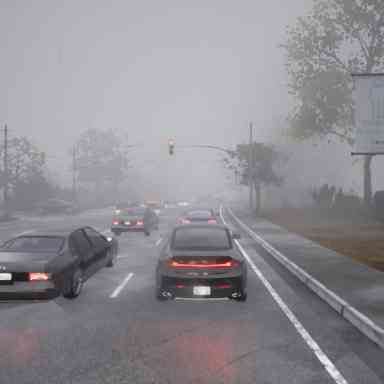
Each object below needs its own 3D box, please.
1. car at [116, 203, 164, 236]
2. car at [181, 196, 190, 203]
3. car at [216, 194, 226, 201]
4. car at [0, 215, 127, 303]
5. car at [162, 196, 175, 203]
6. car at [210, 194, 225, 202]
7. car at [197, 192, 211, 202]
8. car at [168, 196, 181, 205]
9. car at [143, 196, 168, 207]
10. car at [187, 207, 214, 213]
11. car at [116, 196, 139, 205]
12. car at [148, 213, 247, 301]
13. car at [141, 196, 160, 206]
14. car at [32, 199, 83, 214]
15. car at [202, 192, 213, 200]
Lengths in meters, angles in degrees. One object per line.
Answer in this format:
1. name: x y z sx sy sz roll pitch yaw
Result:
1. car: -3.014 1.547 18.475 2.033 1.411 5.357 0 0 2
2. car: -1.684 1.522 72.253 2.128 1.511 4.902 0 0 8
3. car: 7.533 1.390 85.435 2.128 1.511 4.902 0 0 10
4. car: -3.297 1.547 8.408 2.033 1.411 5.357 0 0 1
5. car: -5.144 1.521 72.787 1.812 1.442 4.674 0 0 8
6. car: 5.855 1.516 75.310 1.812 1.442 4.674 0 0 9
7. car: 2.386 1.346 75.775 2.097 1.767 4.553 0 0 9
8. car: -3.595 1.559 58.197 1.994 1.385 4.181 0 0 7
9. car: -4.954 1.476 45.365 1.882 1.535 5.008 0 0 5
10. car: 0.460 1.525 17.573 1.812 1.442 4.674 0 0 4
11. car: -8.552 1.352 44.379 2.097 1.767 4.553 0 0 5
12. car: 0.214 1.504 8.326 1.837 1.490 4.892 0 0 1
13. car: -7.154 1.486 57.968 2.128 1.511 4.902 0 0 7
14. car: -13.734 1.502 34.045 4.892 1.490 1.837 0 0 0
15. car: 4.017 1.072 85.652 2.150 2.045 5.566 0 0 10
